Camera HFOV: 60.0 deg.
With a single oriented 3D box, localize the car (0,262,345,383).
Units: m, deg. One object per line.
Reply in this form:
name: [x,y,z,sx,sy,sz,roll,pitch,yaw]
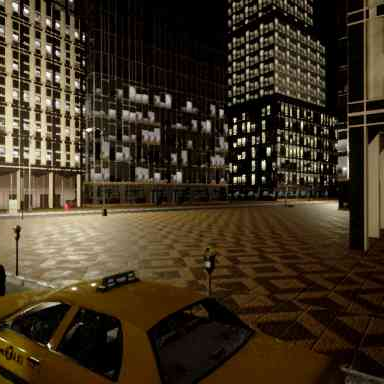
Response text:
car: [-0.964,1.525,3.562,4.829,1.417,1.752,0,0,35]
